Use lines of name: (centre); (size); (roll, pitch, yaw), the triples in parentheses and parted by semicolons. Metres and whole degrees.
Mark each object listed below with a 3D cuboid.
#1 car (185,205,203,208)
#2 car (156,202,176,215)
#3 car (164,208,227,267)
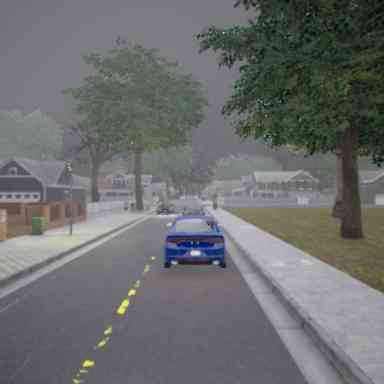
car: (0.150, 1.777, 28.830); (1.895, 1.301, 4.718); (0, 0, 0)
car: (-2.770, 1.787, 36.536); (1.994, 1.385, 4.181); (0, 0, 0)
car: (0.103, 1.550, 11.732); (1.882, 1.535, 5.008); (0, 0, 0)
